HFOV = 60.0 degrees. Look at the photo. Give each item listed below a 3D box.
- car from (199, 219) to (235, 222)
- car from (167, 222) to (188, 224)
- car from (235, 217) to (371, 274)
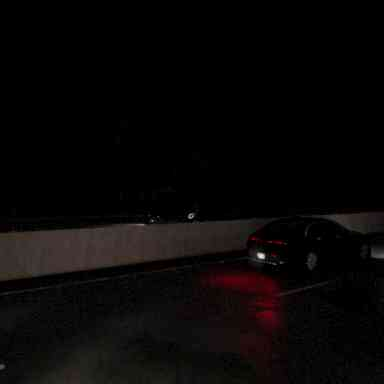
[{"bbox_3d":[2.810,1.656,18.895,5.357,1.411,2.033,1,0,-36],"label":"car"},{"bbox_3d":[1.021,1.463,21.916,4.553,1.767,2.097,1,0,-35],"label":"car"},{"bbox_3d":[3.929,1.582,10.848,4.892,1.490,1.837,1,0,-35],"label":"car"}]
